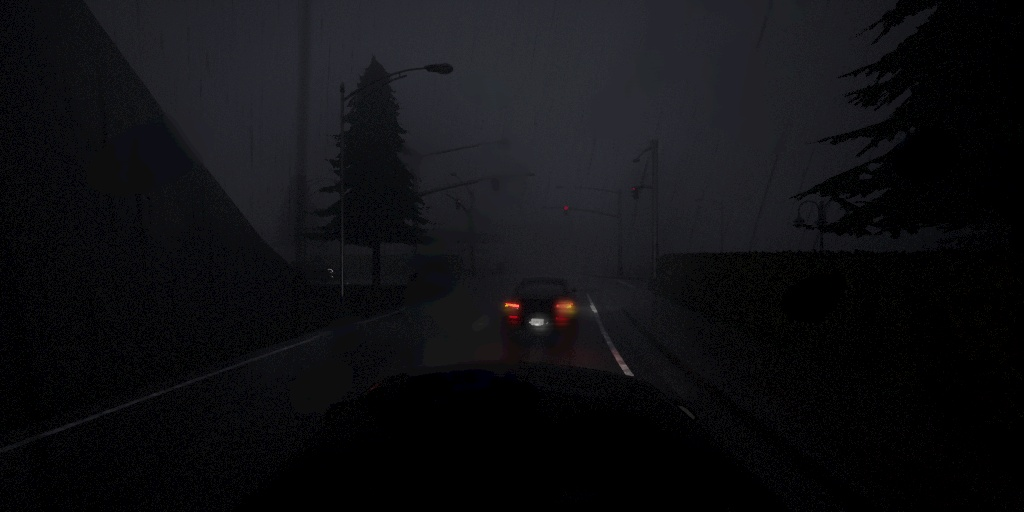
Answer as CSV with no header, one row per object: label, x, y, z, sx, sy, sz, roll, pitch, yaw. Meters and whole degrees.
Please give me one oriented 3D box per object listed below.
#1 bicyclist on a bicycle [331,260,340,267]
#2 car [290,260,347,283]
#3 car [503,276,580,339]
bicyclist on a bicycle,-17.361,1.203,35.377,0.582,1.620,1.656,0,0,8
car,-15.341,1.102,27.955,4.553,1.767,2.097,0,0,9
car,0.921,1.276,10.097,1.812,1.442,4.674,0,0,9
